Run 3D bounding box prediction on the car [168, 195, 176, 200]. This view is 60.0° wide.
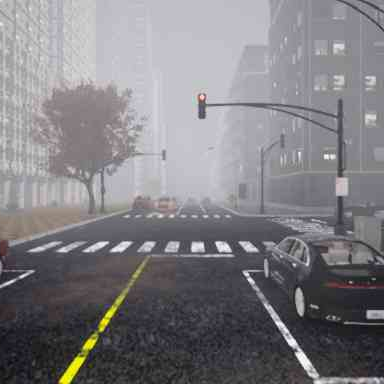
[{"bbox_3d":[-5.807,1.610,94.632,2.008,1.369,4.403,0,0,0],"label":"car"}]

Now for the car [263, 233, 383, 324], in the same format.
[{"bbox_3d":[2.680,1.548,7.025,2.008,1.369,4.403,0,0,0],"label":"car"}]

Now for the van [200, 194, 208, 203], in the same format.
[{"bbox_3d":[2.600,1.368,72.551,1.690,1.788,3.998,0,0,0],"label":"van"}]

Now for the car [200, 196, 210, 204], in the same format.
[{"bbox_3d":[2.607,1.547,67.197,1.752,1.417,4.829,0,0,0],"label":"car"}]

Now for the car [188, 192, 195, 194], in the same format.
[{"bbox_3d":[-0.096,1.111,79.184,2.150,2.045,5.566,0,0,0],"label":"car"}]

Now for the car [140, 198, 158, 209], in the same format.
[{"bbox_3d":[-5.747,1.571,44.926,1.947,1.339,4.313,0,0,0],"label":"car"}]

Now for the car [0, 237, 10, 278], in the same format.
[{"bbox_3d":[-5.701,1.542,7.015,1.887,1.381,4.507,0,0,0],"label":"car"}]

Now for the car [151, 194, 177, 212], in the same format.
[{"bbox_3d":[-3.146,1.354,38.267,2.097,1.767,4.553,0,0,0],"label":"car"}]

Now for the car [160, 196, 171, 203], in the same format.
[{"bbox_3d":[-5.780,1.593,72.541,1.947,1.339,4.313,0,0,0],"label":"car"}]

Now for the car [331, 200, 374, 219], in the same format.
[{"bbox_3d":[13.393,1.338,26.444,4.403,1.369,2.008,-1,1,-1],"label":"car"}]

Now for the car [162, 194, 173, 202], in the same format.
[{"bbox_3d":[-5.787,1.349,78.063,2.192,1.841,5.009,0,0,0],"label":"car"}]

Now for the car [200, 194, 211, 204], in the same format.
[{"bbox_3d":[2.614,1.582,61.505,1.947,1.339,4.313,0,0,0],"label":"car"}]

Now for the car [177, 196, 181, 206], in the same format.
[{"bbox_3d":[-3.155,1.510,53.455,1.837,1.490,4.892,0,2,0],"label":"car"}]

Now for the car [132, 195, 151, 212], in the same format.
[{"bbox_3d":[-5.740,1.318,39.403,2.192,1.841,5.009,0,0,0],"label":"car"}]

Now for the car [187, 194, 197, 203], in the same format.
[{"bbox_3d":[-0.084,1.570,68.732,2.033,1.411,5.357,0,0,0],"label":"car"}]

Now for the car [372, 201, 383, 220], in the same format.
[{"bbox_3d":[14.322,1.378,20.827,4.718,1.301,1.895,-1,0,1],"label":"car"}]
